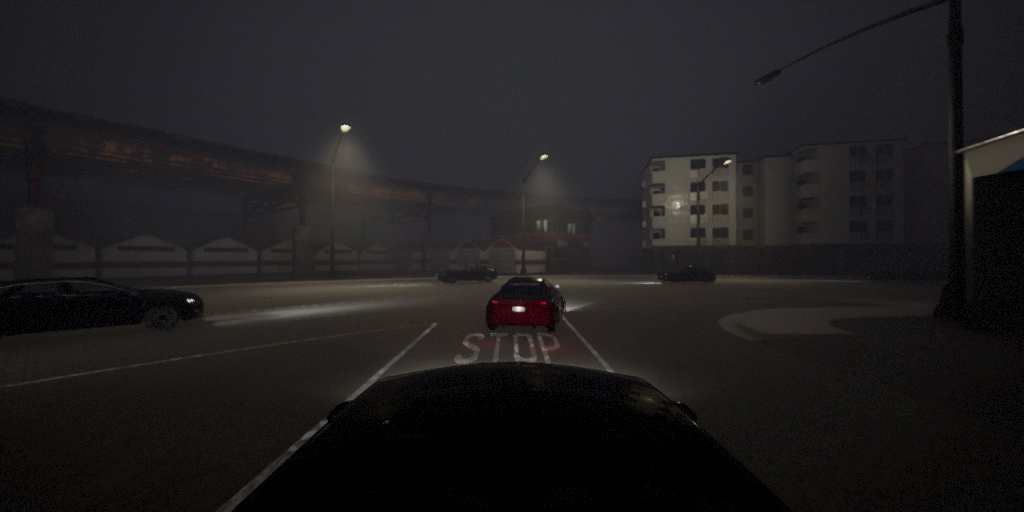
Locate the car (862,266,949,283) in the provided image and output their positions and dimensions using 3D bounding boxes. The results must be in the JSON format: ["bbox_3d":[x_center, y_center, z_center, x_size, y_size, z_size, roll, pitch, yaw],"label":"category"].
[{"bbox_3d":[32.251,1.497,29.592,4.718,1.301,1.895,0,0,19],"label":"car"}]

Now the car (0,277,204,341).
[{"bbox_3d":[-11.200,1.286,9.262,2.128,1.511,4.902,0,0,40],"label":"car"}]

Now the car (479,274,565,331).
[{"bbox_3d":[0.550,1.368,11.378,1.994,1.385,4.181,0,0,11],"label":"car"}]

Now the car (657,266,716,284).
[{"bbox_3d":[13.906,1.460,28.702,4.181,1.385,1.994,0,0,-1],"label":"car"}]

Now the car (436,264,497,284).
[{"bbox_3d":[-3.531,1.390,28.312,4.902,1.511,2.128,0,-1,-25],"label":"car"}]
